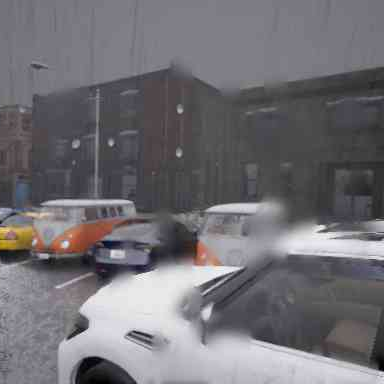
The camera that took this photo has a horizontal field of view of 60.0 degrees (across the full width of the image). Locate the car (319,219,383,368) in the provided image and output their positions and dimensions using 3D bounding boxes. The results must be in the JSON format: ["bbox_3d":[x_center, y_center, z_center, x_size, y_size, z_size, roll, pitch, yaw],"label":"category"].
[{"bbox_3d":[3.813,1.483,6.383,2.097,1.535,5.008,1,-1,16],"label":"car"}]

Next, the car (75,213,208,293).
[{"bbox_3d":[-1.086,1.512,9.903,2.163,1.488,4.792,0,-1,15],"label":"car"}]

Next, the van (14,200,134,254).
[{"bbox_3d":[-3.573,1.253,11.507,1.878,1.987,4.442,1,-1,15],"label":"van"}]

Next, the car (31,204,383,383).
[{"bbox_3d":[1.410,1.220,2.373,5.566,2.045,2.150,0,0,35],"label":"car"}]

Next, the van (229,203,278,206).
[{"bbox_3d":[1.338,1.255,8.016,1.878,1.987,4.442,1,-1,15],"label":"van"}]

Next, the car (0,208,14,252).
[{"bbox_3d":[-5.966,1.479,13.538,1.946,1.575,5.366,0,-1,15],"label":"car"}]
